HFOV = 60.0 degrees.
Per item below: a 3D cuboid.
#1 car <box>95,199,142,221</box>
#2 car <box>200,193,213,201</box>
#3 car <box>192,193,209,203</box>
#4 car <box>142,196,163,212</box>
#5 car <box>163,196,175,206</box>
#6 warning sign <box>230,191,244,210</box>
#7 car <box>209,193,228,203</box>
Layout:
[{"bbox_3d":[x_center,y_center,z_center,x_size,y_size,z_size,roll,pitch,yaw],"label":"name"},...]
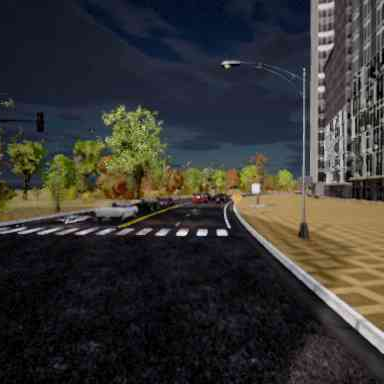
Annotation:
[{"bbox_3d":[-5.612,1.405,25.332,1.895,1.301,4.718,0,0,7],"label":"car"},{"bbox_3d":[2.885,1.000,65.677,1.882,1.535,5.008,0,0,11],"label":"car"},{"bbox_3d":[1.362,0.941,56.204,2.097,1.767,4.553,0,0,9],"label":"car"},{"bbox_3d":[-4.758,1.334,35.241,1.895,1.301,4.718,0,0,6],"label":"car"},{"bbox_3d":[-3.612,1.225,45.241,1.994,1.385,4.181,0,0,8],"label":"car"},{"bbox_3d":[4.504,0.872,33.374,1.300,1.860,1.060,0,1,5],"label":"warning sign"},{"bbox_3d":[4.525,1.078,55.296,1.882,1.535,5.008,0,0,9],"label":"car"}]
